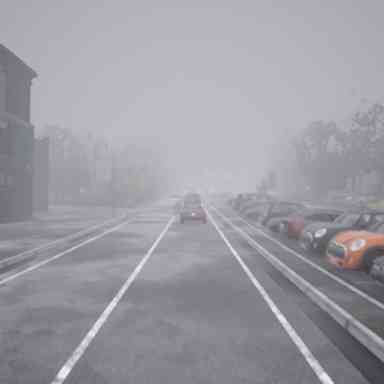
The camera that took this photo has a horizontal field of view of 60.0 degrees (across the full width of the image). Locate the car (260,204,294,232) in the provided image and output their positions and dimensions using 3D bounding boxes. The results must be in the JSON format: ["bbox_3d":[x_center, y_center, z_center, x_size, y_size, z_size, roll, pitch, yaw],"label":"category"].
[{"bbox_3d":[6.554,1.633,18.497,4.792,1.488,2.163,0,0,0],"label":"car"}]

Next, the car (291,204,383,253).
[{"bbox_3d":[6.565,1.499,12.921,4.553,1.767,2.185,0,0,1],"label":"car"}]

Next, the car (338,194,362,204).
[{"bbox_3d":[19.838,1.266,38.084,4.674,1.452,2.002,0,2,1],"label":"car"}]

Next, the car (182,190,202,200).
[{"bbox_3d":[0.088,1.118,43.904,2.150,2.045,5.566,0,0,0],"label":"car"}]

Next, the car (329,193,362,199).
[{"bbox_3d":[19.862,1.176,40.867,4.674,1.452,2.002,0,2,1],"label":"car"}]

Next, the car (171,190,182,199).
[{"bbox_3d":[-3.274,0.697,70.975,1.994,1.385,4.181,0,2,0],"label":"car"}]

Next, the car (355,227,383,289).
[{"bbox_3d":[6.488,1.651,7.353,4.674,1.452,2.002,0,-1,1],"label":"car"}]

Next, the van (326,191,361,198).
[{"bbox_3d":[19.756,0.826,43.532,4.442,1.987,1.878,-1,2,0],"label":"van"}]

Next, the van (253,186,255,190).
[{"bbox_3d":[20.127,-0.349,92.771,4.442,1.987,1.878,0,2,0],"label":"van"}]

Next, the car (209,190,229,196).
[{"bbox_3d":[6.870,0.213,84.484,4.892,1.521,2.231,0,2,0],"label":"car"}]

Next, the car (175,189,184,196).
[{"bbox_3d":[-3.263,0.112,86.798,2.033,1.411,5.357,0,2,0],"label":"car"}]

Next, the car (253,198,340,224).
[{"bbox_3d":[6.576,1.455,21.283,4.553,1.767,2.185,0,1,0],"label":"car"}]

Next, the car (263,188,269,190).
[{"bbox_3d":[19.897,0.470,78.821,4.674,1.452,2.002,0,2,0],"label":"car"}]

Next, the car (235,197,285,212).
[{"bbox_3d":[6.674,1.456,29.644,4.892,1.521,2.231,0,1,1],"label":"car"}]

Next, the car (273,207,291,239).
[{"bbox_3d":[6.587,1.648,15.709,4.792,1.488,2.163,0,0,0],"label":"car"}]

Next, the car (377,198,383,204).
[{"bbox_3d":[19.946,1.447,29.585,5.366,1.575,1.946,0,1,1],"label":"car"}]

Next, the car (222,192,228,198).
[{"bbox_3d":[6.773,1.085,43.571,4.792,1.488,2.163,0,2,1],"label":"car"}]

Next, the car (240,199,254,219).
[{"bbox_3d":[6.627,1.538,26.866,4.792,1.488,2.163,0,1,1],"label":"car"}]

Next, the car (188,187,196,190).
[{"bbox_3d":[-0.017,0.205,84.049,2.128,1.511,4.902,0,2,0],"label":"car"}]

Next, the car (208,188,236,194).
[{"bbox_3d":[6.803,0.543,76.162,5.008,1.535,2.097,0,2,0],"label":"car"}]

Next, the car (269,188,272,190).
[{"bbox_3d":[19.888,0.521,73.403,4.553,1.767,2.185,0,2,0],"label":"car"}]

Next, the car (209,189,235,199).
[{"bbox_3d":[6.747,0.683,73.389,4.792,1.488,2.163,0,2,0],"label":"car"}]

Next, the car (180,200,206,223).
[{"bbox_3d":[0.098,1.583,26.132,1.994,1.385,4.181,0,0,0],"label":"car"}]

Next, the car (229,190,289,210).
[{"bbox_3d":[6.733,1.139,32.426,5.566,2.045,2.435,0,1,1],"label":"car"}]

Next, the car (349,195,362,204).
[{"bbox_3d":[19.838,1.342,35.173,4.792,1.488,2.163,0,2,1],"label":"car"}]

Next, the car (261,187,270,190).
[{"bbox_3d":[19.736,0.317,81.588,5.366,1.575,1.946,0,2,0],"label":"car"}]

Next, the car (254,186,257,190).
[{"bbox_3d":[19.994,-0.151,87.112,5.566,2.045,2.435,0,2,0],"label":"car"}]

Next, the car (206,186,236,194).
[{"bbox_3d":[6.848,0.182,78.925,5.566,2.045,2.435,0,2,0],"label":"car"}]

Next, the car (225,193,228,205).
[{"bbox_3d":[6.808,1.175,40.788,4.792,1.488,2.163,0,2,1],"label":"car"}]

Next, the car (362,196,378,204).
[{"bbox_3d":[19.970,1.383,32.379,5.366,1.575,1.946,0,1,1],"label":"car"}]

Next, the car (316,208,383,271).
[{"bbox_3d":[6.541,1.496,10.141,4.553,1.767,2.185,0,0,1],"label":"car"}]
